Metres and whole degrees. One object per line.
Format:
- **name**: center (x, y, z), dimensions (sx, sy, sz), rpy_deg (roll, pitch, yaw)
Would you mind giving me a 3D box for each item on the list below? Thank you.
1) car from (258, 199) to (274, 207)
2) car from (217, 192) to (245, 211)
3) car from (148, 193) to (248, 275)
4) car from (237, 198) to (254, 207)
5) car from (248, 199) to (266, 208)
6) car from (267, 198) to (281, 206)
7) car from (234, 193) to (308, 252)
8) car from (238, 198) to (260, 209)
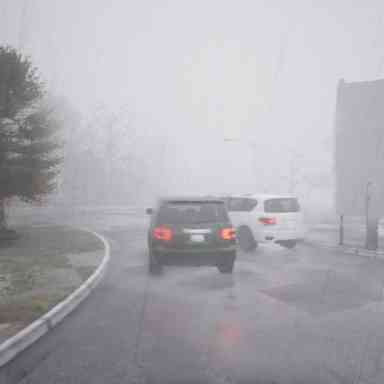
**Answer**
- **car**: center (13.733, 2.032, 61.573), dimensions (1.994, 1.385, 4.181), rpy_deg (1, -1, 23)
- **car**: center (4.783, 1.119, 39.900), dimensions (2.150, 2.045, 5.566), rpy_deg (1, -1, 20)
- **car**: center (-0.197, 1.110, 10.263), dimensions (2.150, 2.045, 5.566), rpy_deg (0, 1, -7)
- **car**: center (9.925, 1.859, 60.955), dimensions (1.882, 1.535, 5.008), rpy_deg (1, -1, 23)
- **car**: center (10.703, 1.845, 54.573), dimensions (1.994, 1.385, 4.181), rpy_deg (1, -1, 23)
- **car**: center (17.160, 2.054, 69.487), dimensions (2.128, 1.511, 4.902), rpy_deg (1, -1, 23)
- **car**: center (2.163, 1.093, 13.623), dimensions (2.150, 2.045, 5.566), rpy_deg (0, 1, -26)
- **car**: center (8.673, 1.704, 49.879), dimensions (2.033, 1.411, 5.357), rpy_deg (1, -1, 23)
